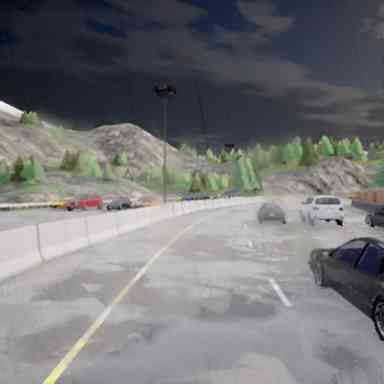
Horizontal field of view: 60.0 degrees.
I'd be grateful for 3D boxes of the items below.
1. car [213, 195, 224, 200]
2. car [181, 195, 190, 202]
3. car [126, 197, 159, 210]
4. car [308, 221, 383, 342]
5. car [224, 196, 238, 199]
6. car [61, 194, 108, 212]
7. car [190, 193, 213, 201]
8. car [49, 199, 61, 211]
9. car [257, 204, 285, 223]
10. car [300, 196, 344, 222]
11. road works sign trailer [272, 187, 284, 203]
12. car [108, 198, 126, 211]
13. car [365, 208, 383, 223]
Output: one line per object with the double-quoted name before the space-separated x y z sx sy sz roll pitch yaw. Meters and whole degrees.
"car" 6.311 1.520 79.128 2.033 1.411 5.357 0 0 27
"car" -0.805 1.516 80.652 1.882 1.535 5.008 0 0 27
"car" -5.514 1.389 39.115 2.097 1.767 4.553 0 0 15
"car" 3.820 1.568 6.247 2.033 1.411 5.357 0 0 3
"car" 9.748 1.697 78.140 1.895 1.301 4.718 0 0 27
"car" -12.652 1.237 39.516 2.150 2.045 5.566 0 0 14
"car" 2.251 1.273 78.944 2.150 2.045 5.566 0 0 27
"car" -15.738 1.487 41.521 1.882 1.535 5.008 0 0 14
"car" 6.137 1.618 25.960 1.994 1.385 4.181 0 0 10
"car" 9.339 1.283 24.210 2.150 2.045 5.566 0 0 10
"road works sign trailer" 19.112 0.622 73.553 2.380 3.560 2.880 0 0 31
"car" -8.755 1.534 40.575 1.837 1.490 4.892 0 0 15
"car" 12.176 1.611 19.846 2.033 1.411 5.357 0 0 8
